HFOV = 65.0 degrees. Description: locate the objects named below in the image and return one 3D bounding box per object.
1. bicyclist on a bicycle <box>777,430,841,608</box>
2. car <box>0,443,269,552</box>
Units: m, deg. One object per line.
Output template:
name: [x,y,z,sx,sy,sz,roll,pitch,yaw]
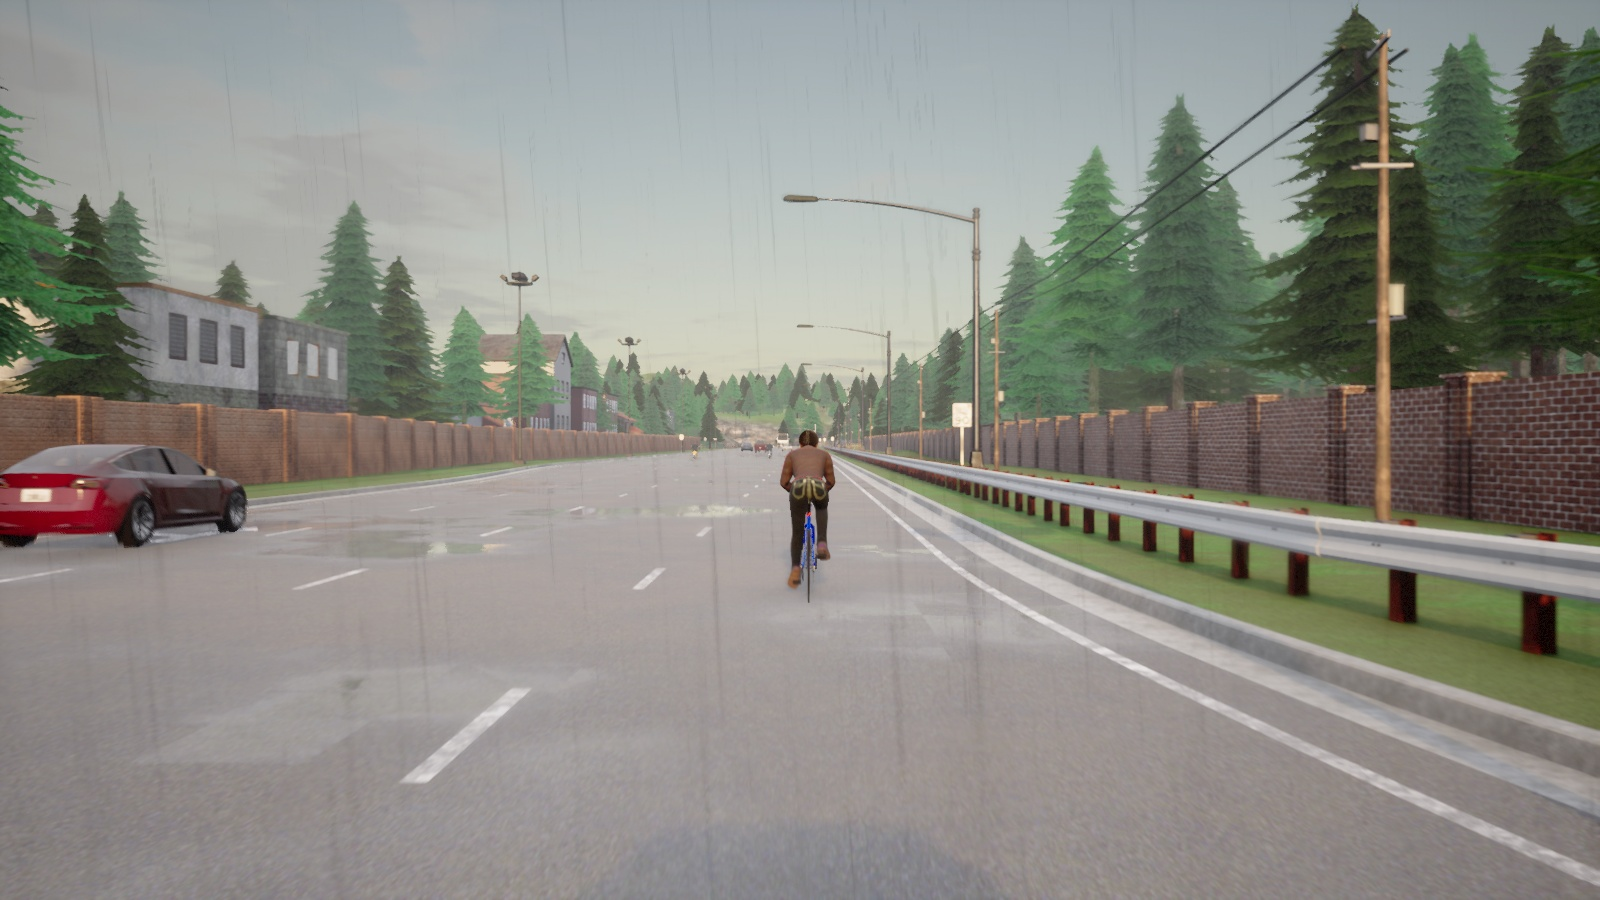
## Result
bicyclist on a bicycle: [0.085,0.632,12.284,0.582,1.620,1.656,0,0,0]
car: [-10.374,0.630,19.552,2.163,1.488,4.792,0,0,0]
